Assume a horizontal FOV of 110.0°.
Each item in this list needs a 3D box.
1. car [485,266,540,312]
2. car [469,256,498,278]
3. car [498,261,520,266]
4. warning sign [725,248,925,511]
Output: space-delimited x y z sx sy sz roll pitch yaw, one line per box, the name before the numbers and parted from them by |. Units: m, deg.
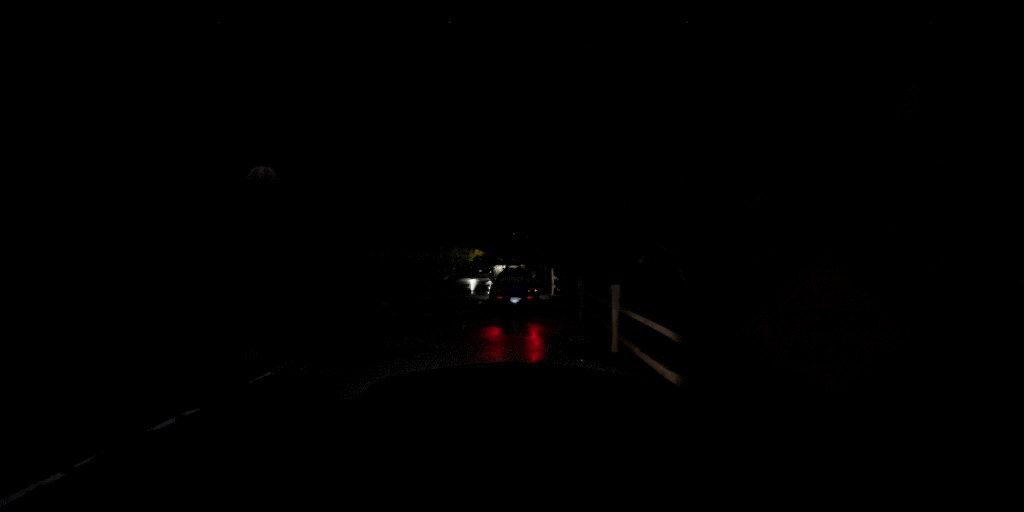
car | 0.091 1.295 14.231 1.812 1.442 4.674 0 0 0
car | -2.856 1.024 35.256 2.150 2.045 5.566 0 0 0
car | 0.086 1.356 29.349 1.994 1.385 4.181 0 0 0
warning sign | 2.449 0.866 2.823 1.300 1.860 1.060 0 0 0
